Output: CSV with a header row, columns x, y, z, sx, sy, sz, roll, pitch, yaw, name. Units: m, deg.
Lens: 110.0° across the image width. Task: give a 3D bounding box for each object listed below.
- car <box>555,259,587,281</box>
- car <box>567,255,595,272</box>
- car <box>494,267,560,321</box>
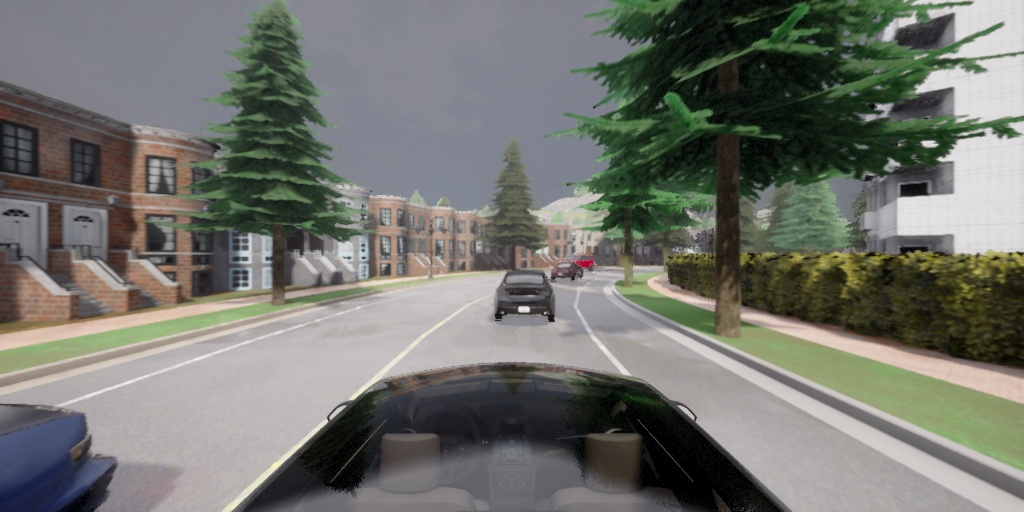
x,y,z,sx,sy,sz,roll,pitch,yaw,name
4.560,1.201,29.241,1.812,1.442,4.674,0,0,23,car
7.512,0.864,41.254,2.150,2.045,5.566,0,0,39,car
0.479,1.224,12.328,1.837,1.490,4.892,0,0,3,car
